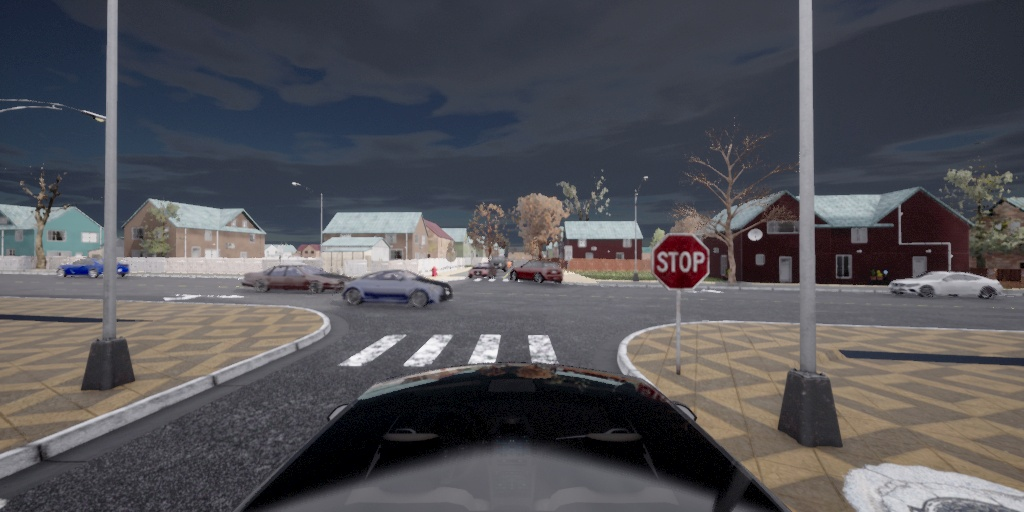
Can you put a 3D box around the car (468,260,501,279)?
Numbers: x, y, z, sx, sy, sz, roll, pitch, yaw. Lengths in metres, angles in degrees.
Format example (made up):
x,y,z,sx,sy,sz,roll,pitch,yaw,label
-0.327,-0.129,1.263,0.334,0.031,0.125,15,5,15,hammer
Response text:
x,y,z,sx,sy,sz,roll,pitch,yaw,label
-2.606,1.327,32.558,1.994,1.385,4.181,0,0,9,car

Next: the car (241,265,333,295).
x,y,z,sx,sy,sz,roll,pitch,yaw,label
-11.061,1.180,18.581,5.357,1.411,2.033,1,0,8,car

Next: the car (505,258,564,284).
x,y,z,sx,sy,sz,roll,pitch,yaw,label
1.814,1.129,27.400,2.097,1.767,4.553,1,0,-35,car

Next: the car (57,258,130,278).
x,y,z,sx,sy,sz,roll,pitch,yaw,label
-33.293,0.950,28.528,5.008,1.535,1.882,1,0,8,car

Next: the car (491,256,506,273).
x,y,z,sx,sy,sz,roll,pitch,yaw,label
-1.712,1.004,44.892,2.150,2.045,5.566,0,-1,2,car

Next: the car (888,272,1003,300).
x,y,z,sx,sy,sz,roll,pitch,yaw,label
24.384,1.611,20.280,4.674,1.442,1.812,1,0,8,car

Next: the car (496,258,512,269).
x,y,z,sx,sy,sz,roll,pitch,yaw,label
-1.192,1.152,56.547,2.097,1.767,4.553,0,0,3,car

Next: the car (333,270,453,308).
x,y,z,sx,sy,sz,roll,pitch,yaw,label
-4.519,1.244,14.361,4.181,1.385,1.994,1,0,8,car
